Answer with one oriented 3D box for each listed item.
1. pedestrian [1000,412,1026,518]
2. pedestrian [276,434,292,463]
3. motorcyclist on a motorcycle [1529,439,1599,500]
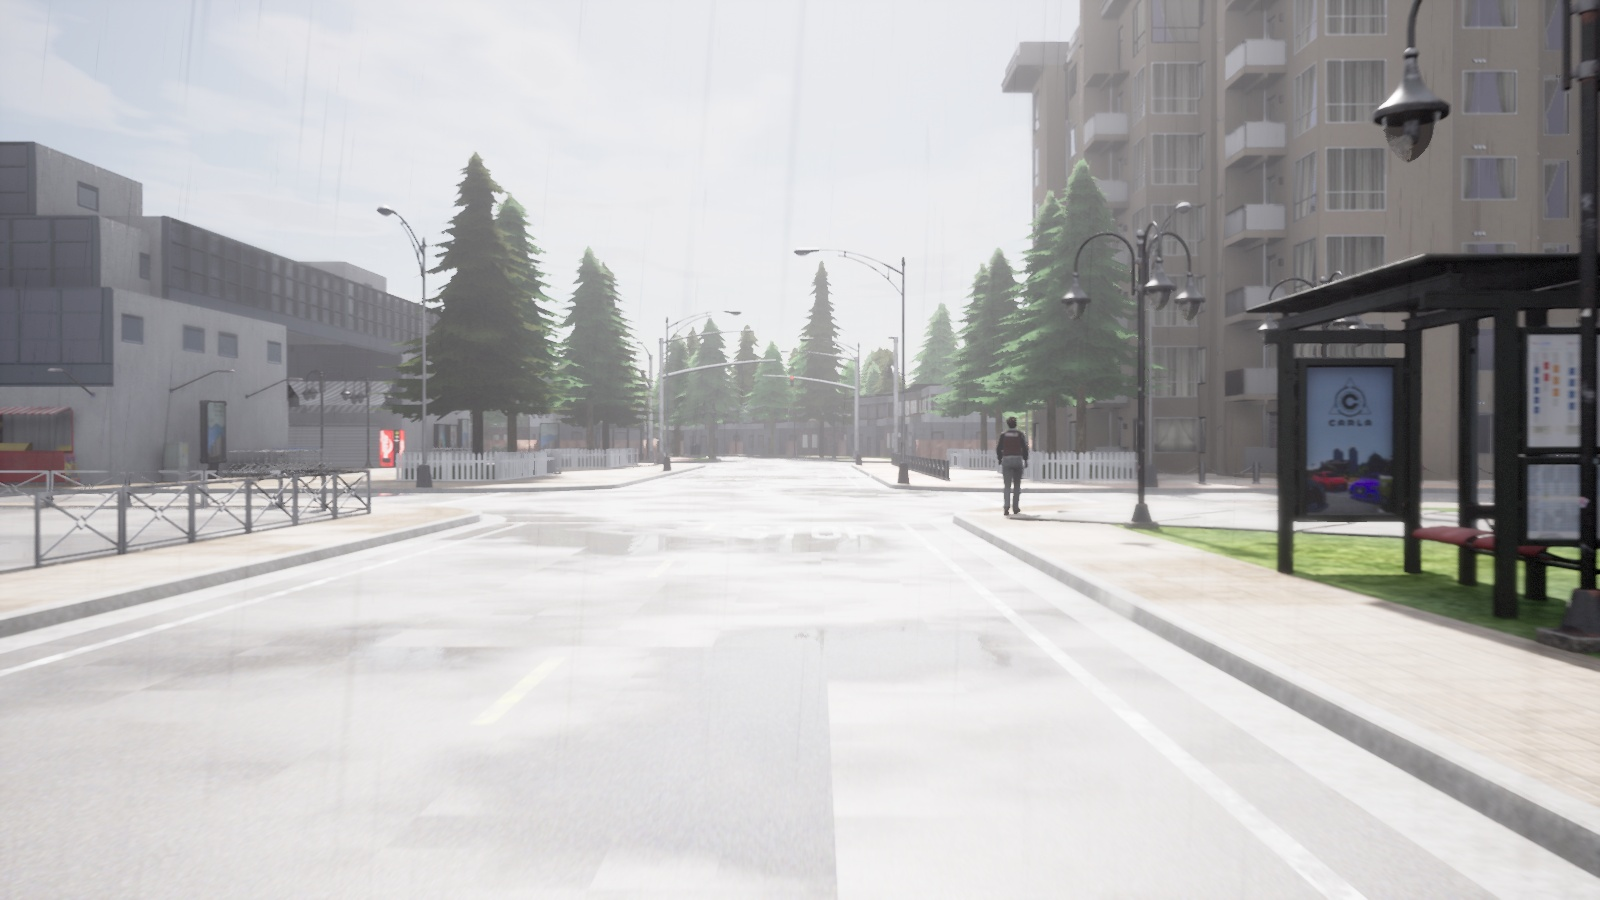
[{"bbox_3d":[3.954,0.274,23.290,0.402,1.930,0.666,0,0,15],"label":"pedestrian"},{"bbox_3d":[-34.166,-0.103,83.195,0.849,1.883,0.563,0,0,0],"label":"pedestrian"},{"bbox_3d":[20.690,0.512,33.612,1.817,1.590,0.866,0,0,1],"label":"motorcyclist on a motorcycle"}]
